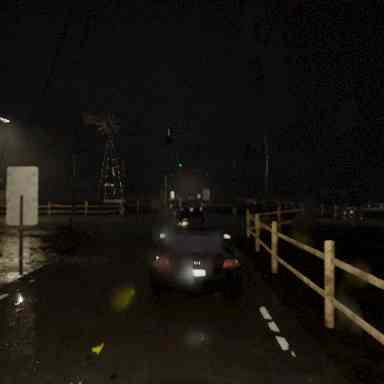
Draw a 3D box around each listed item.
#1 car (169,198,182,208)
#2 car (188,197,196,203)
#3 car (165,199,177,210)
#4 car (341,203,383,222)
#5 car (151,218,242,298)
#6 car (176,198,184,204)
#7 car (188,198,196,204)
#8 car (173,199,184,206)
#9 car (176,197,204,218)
[{"bbox_3d":[-2.826,1.896,58.199,1.882,1.535,5.008,0,-1,1],"label":"car"},{"bbox_3d":[-0.046,2.122,89.325,2.097,1.767,4.553,0,-1,0],"label":"car"},{"bbox_3d":[-2.871,1.817,48.396,2.128,1.511,4.902,0,-1,0],"label":"car"},{"bbox_3d":[16.276,1.813,30.636,4.553,1.767,2.097,1,-2,0],"label":"car"},{"bbox_3d":[0.095,1.610,8.707,1.994,1.385,4.181,0,0,0],"label":"car"},{"bbox_3d":[-2.792,2.107,78.279,1.882,1.535,5.008,0,-1,0],"label":"car"},{"bbox_3d":[-0.043,2.168,79.164,1.812,1.442,4.674,0,-1,0],"label":"car"},{"bbox_3d":[-2.789,2.085,68.150,1.994,1.385,4.181,0,-1,0],"label":"car"},{"bbox_3d":[-0.041,1.517,29.171,2.097,1.767,4.553,0,0,0],"label":"car"}]
